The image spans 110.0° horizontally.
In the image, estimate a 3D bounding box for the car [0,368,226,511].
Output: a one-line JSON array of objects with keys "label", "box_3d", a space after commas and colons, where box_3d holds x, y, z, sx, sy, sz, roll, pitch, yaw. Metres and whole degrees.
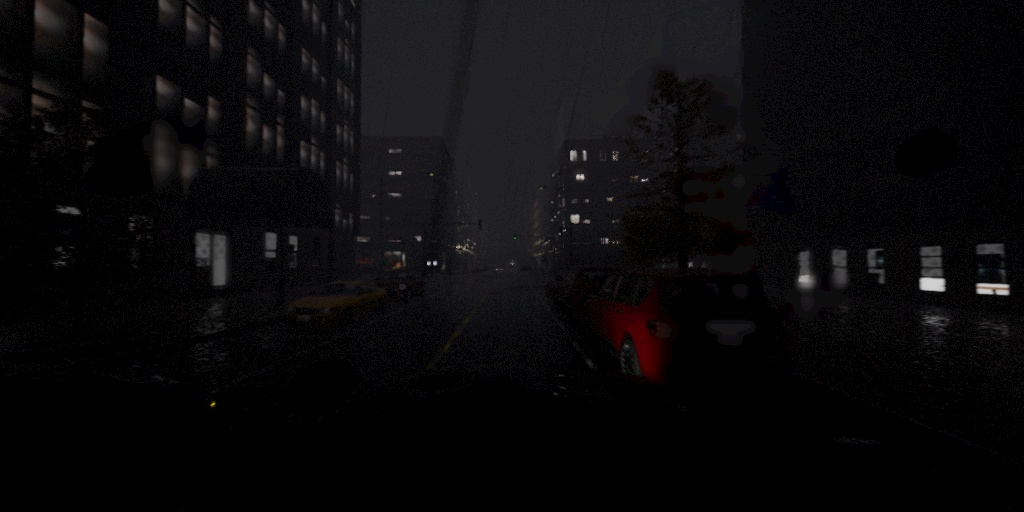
[{"label": "car", "box_3d": [-3.100, 1.264, 0.877, 1.812, 1.442, 4.674, 0, -1, 0]}]

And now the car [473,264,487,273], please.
[{"label": "car", "box_3d": [-5.691, 2.089, 61.262, 1.751, 1.417, 4.829, 0, 0, 0]}]

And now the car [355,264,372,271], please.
[{"label": "car", "box_3d": [-17.264, 1.560, 42.294, 4.507, 1.381, 1.888, 0, 0, 0]}]

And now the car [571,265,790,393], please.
[{"label": "car", "box_3d": [2.691, 1.134, 6.790, 2.192, 1.841, 5.009, 0, 0, 0]}]

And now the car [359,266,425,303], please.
[{"label": "car", "box_3d": [-5.689, 1.409, 17.910, 1.967, 1.591, 4.097, 0, 0, 0]}]

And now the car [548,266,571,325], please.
[{"label": "car", "box_3d": [2.691, 1.209, 12.349, 2.192, 1.841, 5.009, 0, 0, 0]}]

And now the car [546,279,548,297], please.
[{"label": "car", "box_3d": [2.691, 1.515, 17.909, 1.888, 1.381, 4.507, 0, 0, 0]}]

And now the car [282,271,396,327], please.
[{"label": "car", "box_3d": [-5.689, 1.420, 12.181, 1.751, 1.417, 4.829, 0, 0, 0]}]
